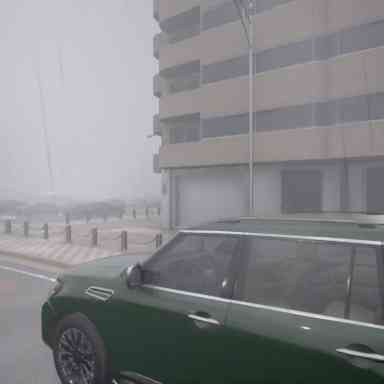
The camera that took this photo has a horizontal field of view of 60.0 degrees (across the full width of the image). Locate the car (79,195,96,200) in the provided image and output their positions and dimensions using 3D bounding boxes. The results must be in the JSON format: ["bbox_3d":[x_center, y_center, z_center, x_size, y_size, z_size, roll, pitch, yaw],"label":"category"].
[{"bbox_3d":[-28.032,1.451,89.124,1.970,1.475,3.806,0,0,35],"label":"car"}]

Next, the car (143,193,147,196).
[{"bbox_3d":[-9.592,1.211,76.199,1.905,1.878,3.866,0,0,35],"label":"car"}]

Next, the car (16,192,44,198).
[{"bbox_3d":[-35.725,1.208,73.103,1.932,1.855,4.605,0,0,35],"label":"car"}]

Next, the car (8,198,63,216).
[{"bbox_3d":[-15.178,1.619,32.627,1.994,1.385,4.181,0,0,35],"label":"car"}]

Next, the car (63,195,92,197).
[{"bbox_3d":[-21.847,1.451,63.463,1.970,1.475,3.806,0,0,35],"label":"car"}]

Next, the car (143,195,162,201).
[{"bbox_3d":[-4.441,1.581,47.993,1.812,1.442,4.674,0,0,35],"label":"car"}]

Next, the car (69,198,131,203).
[{"bbox_3d":[-8.204,1.560,30.038,1.837,1.490,4.892,0,0,35],"label":"car"}]

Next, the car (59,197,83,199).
[{"bbox_3d":[-13.844,1.619,40.654,1.994,1.385,4.181,0,0,35],"label":"car"}]

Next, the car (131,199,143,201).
[{"bbox_3d":[-8.122,1.656,48.847,1.895,1.301,4.718,0,0,35],"label":"car"}]

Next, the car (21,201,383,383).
[{"bbox_3d":[0.775,1.221,3.444,5.566,2.045,2.150,0,0,35],"label":"car"}]

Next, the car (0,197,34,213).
[{"bbox_3d":[-18.916,1.547,33.385,2.128,1.511,4.902,0,0,35],"label":"car"}]

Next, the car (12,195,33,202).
[{"bbox_3d":[-38.058,1.419,74.821,1.784,1.438,3.905,0,0,35],"label":"car"}]

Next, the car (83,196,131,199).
[{"bbox_3d":[-10.103,1.547,39.901,2.128,1.511,4.902,0,0,35],"label":"car"}]

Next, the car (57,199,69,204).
[{"bbox_3d":[-10.559,1.619,32.779,1.994,1.385,4.181,0,0,35],"label":"car"}]

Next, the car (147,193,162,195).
[{"bbox_3d":[-7.255,1.209,74.491,1.932,1.855,4.605,0,0,35],"label":"car"}]

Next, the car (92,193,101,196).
[{"bbox_3d":[-25.669,1.211,87.450,1.905,1.878,3.866,0,0,35],"label":"car"}]
